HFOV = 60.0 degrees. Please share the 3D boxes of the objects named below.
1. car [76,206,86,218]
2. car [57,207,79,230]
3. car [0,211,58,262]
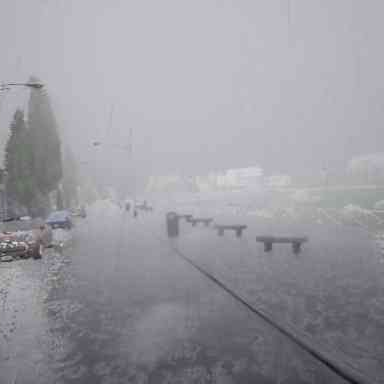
[{"bbox_3d":[-14.597,2.594,42.481,2.128,1.511,4.902,-4,0,-15],"label":"car"},{"bbox_3d":[-10.711,2.277,27.096,1.882,1.535,5.008,-4,0,-15],"label":"car"},{"bbox_3d":[-7.479,1.914,14.557,2.097,1.767,4.553,-4,0,-14],"label":"car"}]
